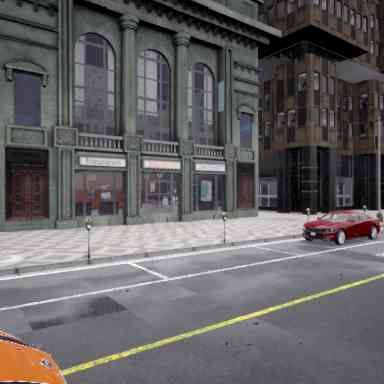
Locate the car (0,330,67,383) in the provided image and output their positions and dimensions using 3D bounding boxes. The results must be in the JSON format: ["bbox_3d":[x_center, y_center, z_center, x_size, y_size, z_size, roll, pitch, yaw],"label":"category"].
[{"bbox_3d":[-2.779,1.351,1.343,4.553,1.767,2.097,0,0,-35],"label":"car"}]

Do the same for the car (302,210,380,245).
[{"bbox_3d":[6.996,1.547,15.505,4.507,1.381,1.887,0,0,-35],"label":"car"}]
